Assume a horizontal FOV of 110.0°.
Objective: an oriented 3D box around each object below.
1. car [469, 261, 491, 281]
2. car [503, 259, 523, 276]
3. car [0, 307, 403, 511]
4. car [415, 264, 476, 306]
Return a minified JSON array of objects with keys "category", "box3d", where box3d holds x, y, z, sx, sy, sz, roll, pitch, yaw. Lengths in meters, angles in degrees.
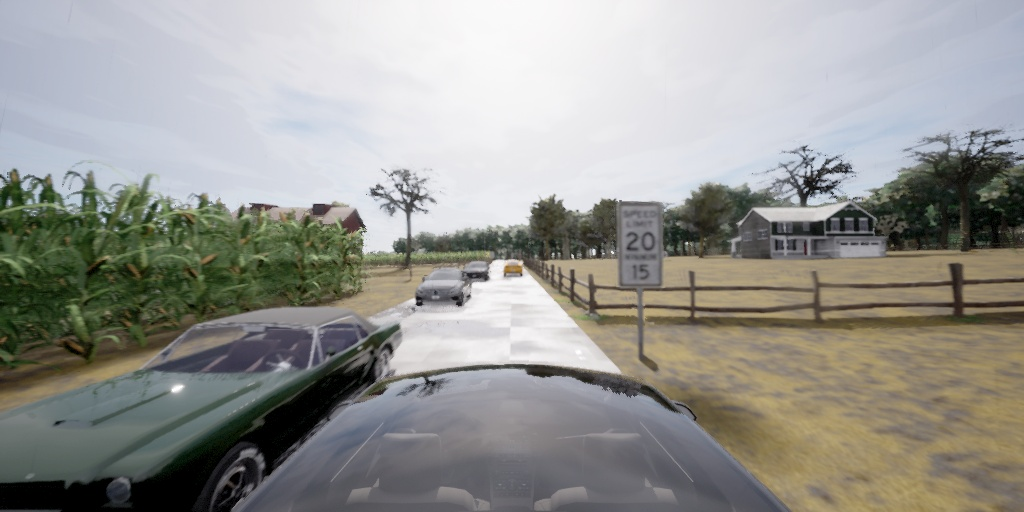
[{"category":"car","box3d":[-2.790,1.197,29.432,1.882,1.535,5.008,0,0,1]},{"category":"car","box3d":[0.106,1.186,36.358,1.882,1.535,5.008,0,0,0]},{"category":"car","box3d":[-2.847,1.353,4.087,1.895,1.301,4.718,0,0,0]},{"category":"car","box3d":[-2.843,1.263,15.699,1.812,1.442,4.674,0,1,0]}]
